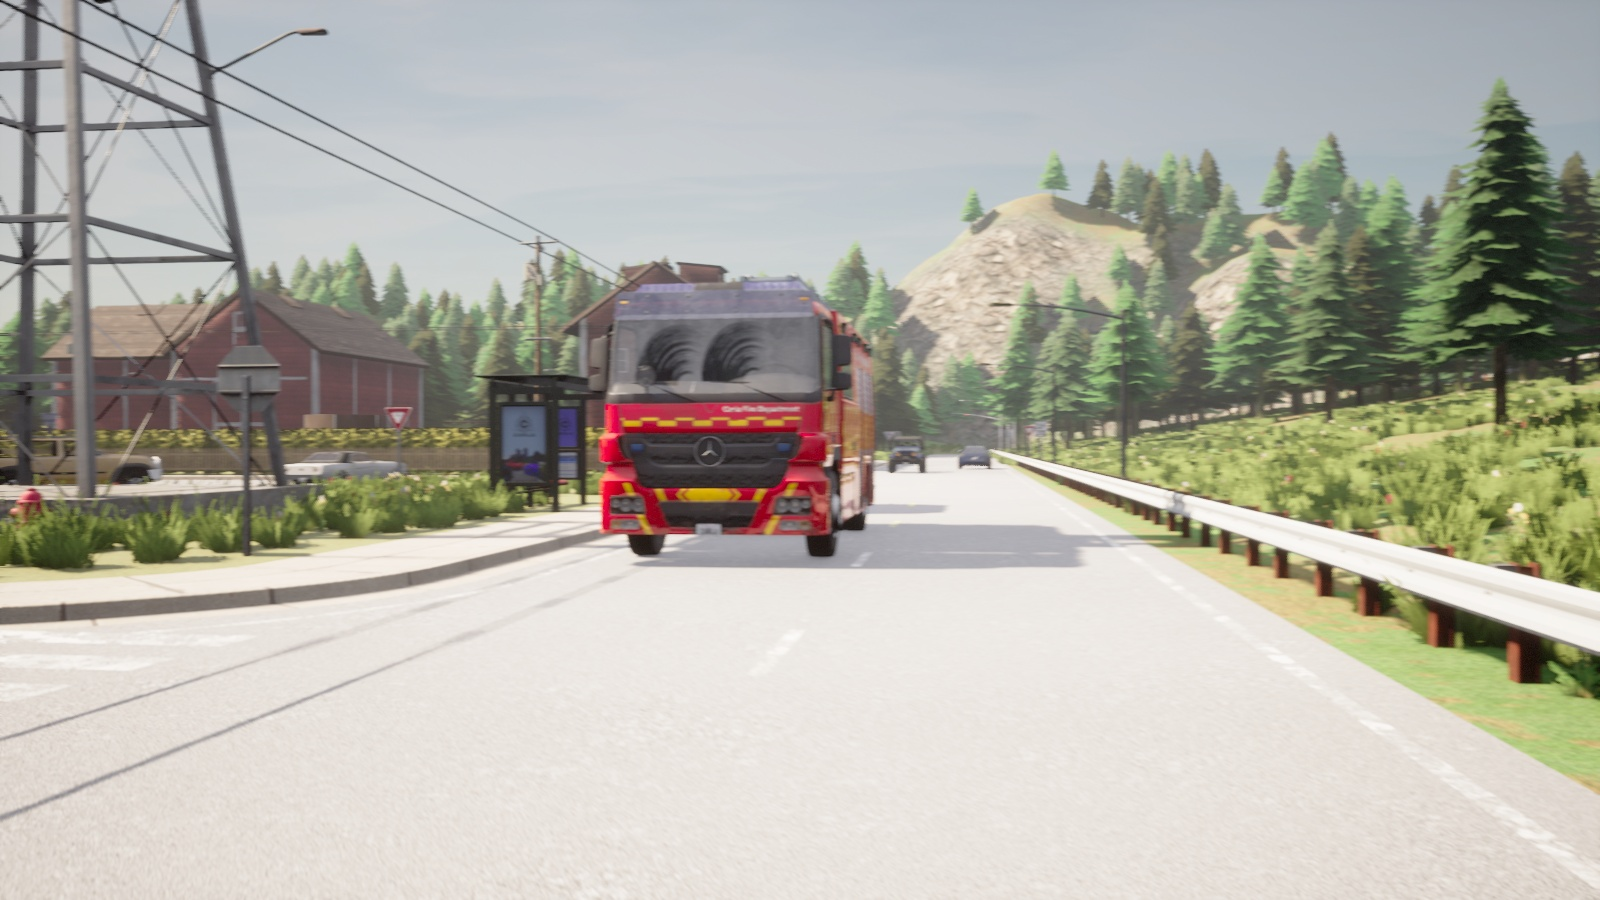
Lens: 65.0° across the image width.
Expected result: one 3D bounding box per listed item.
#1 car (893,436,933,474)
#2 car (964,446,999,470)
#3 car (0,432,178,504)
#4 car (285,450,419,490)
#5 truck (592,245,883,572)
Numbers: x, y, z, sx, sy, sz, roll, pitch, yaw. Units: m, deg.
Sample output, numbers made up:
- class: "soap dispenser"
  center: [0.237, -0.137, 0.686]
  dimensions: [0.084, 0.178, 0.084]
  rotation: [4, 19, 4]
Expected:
- class: "car"
  center: [5.861, 0.241, 64.832]
  dimensions: [1.905, 1.878, 3.866]
  rotation: [0, 0, 8]
- class: "car"
  center: [10.704, 0.459, 74.279]
  dimensions: [1.994, 1.385, 4.181]
  rotation: [0, 0, 8]
- class: "car"
  center: [-20.003, 0.444, 34.889]
  dimensions: [4.605, 1.855, 1.932]
  rotation: [-1, 1, -35]
- class: "car"
  center: [-15.770, 0.675, 44.454]
  dimensions: [1.895, 1.301, 4.718]
  rotation: [0, 0, 20]
- class: "truck"
  center: [-0.482, -0.503, 19.085]
  dimensions: [2.891, 3.827, 8.468]
  rotation: [0, 0, 8]
